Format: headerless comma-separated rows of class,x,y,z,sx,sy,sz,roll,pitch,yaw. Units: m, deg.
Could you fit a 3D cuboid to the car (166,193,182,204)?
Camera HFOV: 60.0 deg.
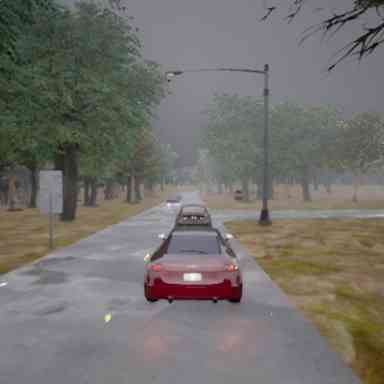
car,-3.080,1.190,54.620,1.994,1.385,4.181,0,1,0

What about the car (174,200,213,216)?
car,0.079,1.411,17.850,1.837,1.490,4.892,0,0,0

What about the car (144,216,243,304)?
car,0.076,1.525,8.123,1.994,1.385,4.181,0,0,2
